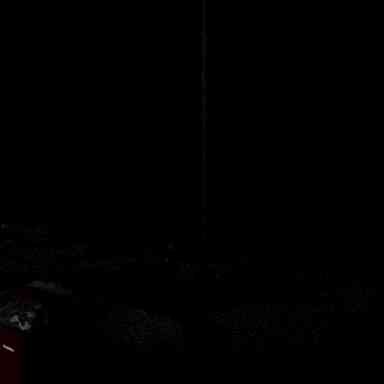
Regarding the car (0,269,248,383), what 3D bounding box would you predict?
[{"bbox_3d":[-1.419,1.582,3.823,4.206,1.307,1.802,0,0,36],"label":"car"}]
